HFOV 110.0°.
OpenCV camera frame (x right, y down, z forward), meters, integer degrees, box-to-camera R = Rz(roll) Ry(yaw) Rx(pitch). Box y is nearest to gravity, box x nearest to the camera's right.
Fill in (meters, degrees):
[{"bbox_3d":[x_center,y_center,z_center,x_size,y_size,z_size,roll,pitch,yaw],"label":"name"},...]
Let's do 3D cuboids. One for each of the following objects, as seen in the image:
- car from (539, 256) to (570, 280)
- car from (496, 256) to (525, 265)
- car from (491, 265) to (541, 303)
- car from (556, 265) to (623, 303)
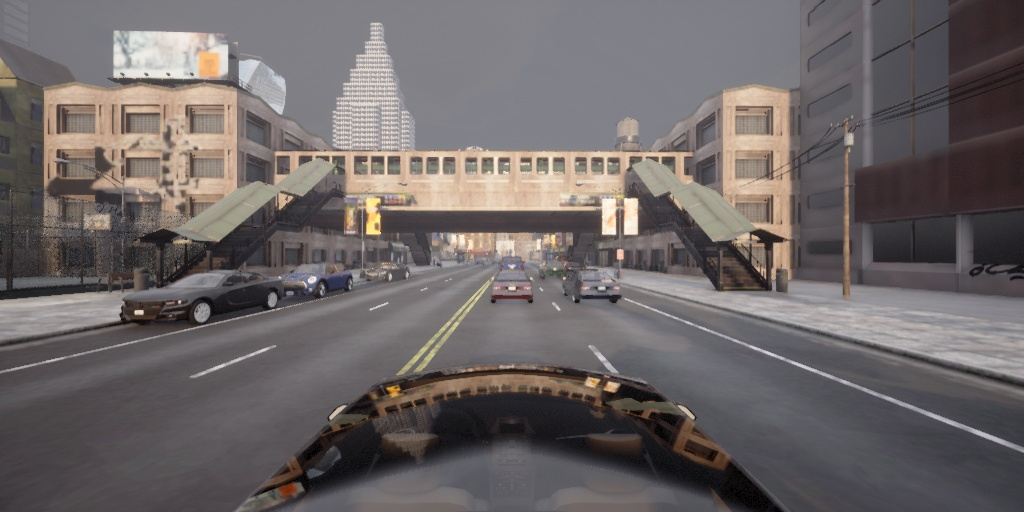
[{"bbox_3d":[3.500,1.113,31.469,2.097,1.767,4.553,0,0,0],"label":"car"},{"bbox_3d":[0.000,1.005,31.530,2.150,2.045,5.566,0,0,0],"label":"car"},{"bbox_3d":[0.000,1.310,16.500,2.033,1.411,5.357,0,0,0],"label":"car"},{"bbox_3d":[3.500,1.310,16.500,2.033,1.411,5.357,0,0,0],"label":"car"}]
